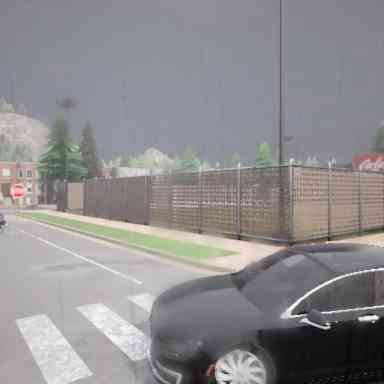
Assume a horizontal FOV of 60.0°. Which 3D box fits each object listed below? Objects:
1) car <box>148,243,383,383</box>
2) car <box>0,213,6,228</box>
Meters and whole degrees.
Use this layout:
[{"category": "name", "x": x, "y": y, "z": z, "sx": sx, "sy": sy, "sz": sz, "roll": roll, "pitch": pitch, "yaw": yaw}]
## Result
[{"category": "car", "x": 1.856, "y": 1.550, "z": 4.555, "sx": 4.892, "sy": 1.490, "sz": 1.837, "roll": 0, "pitch": 4, "yaw": -9}, {"category": "car", "x": -13.255, "y": 1.536, "z": 20.531, "sx": 5.357, "sy": 1.411, "sz": 2.033, "roll": 0, "pitch": 0, "yaw": 44}]
